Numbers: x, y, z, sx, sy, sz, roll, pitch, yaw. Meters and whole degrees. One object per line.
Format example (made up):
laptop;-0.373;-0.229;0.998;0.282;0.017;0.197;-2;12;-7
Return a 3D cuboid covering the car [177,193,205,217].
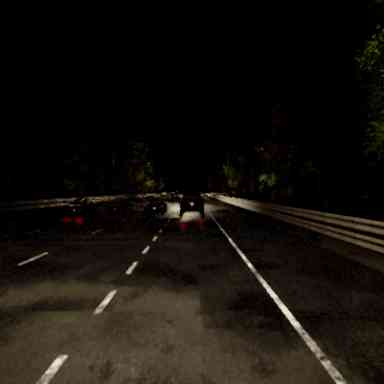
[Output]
car;0.021;1.123;30.450;2.150;2.045;5.566;0;1;0

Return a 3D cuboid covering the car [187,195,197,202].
car;0.102;1.329;68.227;2.033;1.411;5.357;0;0;1

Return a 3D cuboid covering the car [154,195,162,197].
car;-6.891;1.330;67.924;2.033;1.411;5.357;0;0;1

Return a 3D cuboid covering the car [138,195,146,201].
car;-10.367;1.348;67.435;1.994;1.385;4.181;0;0;1

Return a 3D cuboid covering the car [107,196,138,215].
car;-6.953;1.369;32.749;1.882;1.535;5.008;0;0;1

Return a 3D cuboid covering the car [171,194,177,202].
car;-3.357;1.135;68.015;2.097;1.767;4.553;0;0;1

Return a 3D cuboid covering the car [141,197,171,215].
car;-3.454;1.456;32.686;1.994;1.385;4.181;0;0;1

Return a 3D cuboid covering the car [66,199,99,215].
car;-10.460;1.385;32.096;2.128;1.511;4.902;0;0;0
